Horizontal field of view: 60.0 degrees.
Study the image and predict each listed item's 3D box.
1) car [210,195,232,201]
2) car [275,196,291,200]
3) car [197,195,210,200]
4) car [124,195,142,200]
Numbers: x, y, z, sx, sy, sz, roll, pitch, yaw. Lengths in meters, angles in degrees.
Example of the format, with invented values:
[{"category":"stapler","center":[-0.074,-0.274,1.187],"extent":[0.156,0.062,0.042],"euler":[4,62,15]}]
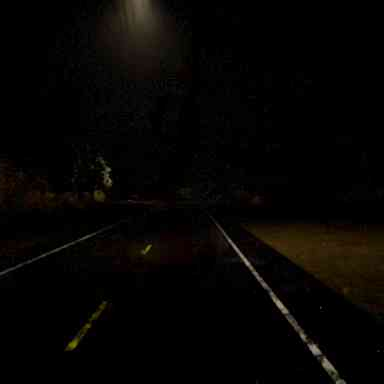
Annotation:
[{"category":"car","center":[7.635,1.565,83.828],"extent":[4.902,1.511,2.128],"euler":[0,0,-2]},{"category":"car","center":[24.720,1.675,91.343],"extent":[4.718,1.301,1.895],"euler":[0,0,-2]},{"category":"car","center":[3.900,1.514,90.737],"extent":[4.892,1.490,1.837],"euler":[0,0,-2]},{"category":"car","center":[-16.122,1.525,90.223],"extent":[4.718,1.301,1.895],"euler":[0,0,-2]}]
